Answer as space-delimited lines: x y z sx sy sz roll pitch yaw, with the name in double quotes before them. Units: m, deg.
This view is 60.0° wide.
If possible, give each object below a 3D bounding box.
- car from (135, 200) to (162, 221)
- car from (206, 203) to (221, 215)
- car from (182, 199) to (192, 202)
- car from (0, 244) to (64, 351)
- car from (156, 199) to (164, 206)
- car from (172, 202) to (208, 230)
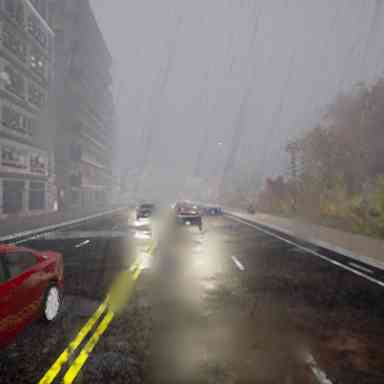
"car" -4.035 1.797 30.714 1.837 1.490 4.892 0 -1 -2
"car" 2.177 1.961 38.995 1.895 1.301 4.718 0 -1 -3
"car" -1.193 1.944 40.817 1.994 1.385 4.181 0 -1 -3
"car" -3.392 1.523 4.441 1.882 1.535 5.008 0 -1 -1
"car" -6.799 2.164 68.412 2.033 1.411 5.357 0 0 -6
"car" -0.331 1.706 22.740 2.128 1.511 4.902 0 -1 -2
